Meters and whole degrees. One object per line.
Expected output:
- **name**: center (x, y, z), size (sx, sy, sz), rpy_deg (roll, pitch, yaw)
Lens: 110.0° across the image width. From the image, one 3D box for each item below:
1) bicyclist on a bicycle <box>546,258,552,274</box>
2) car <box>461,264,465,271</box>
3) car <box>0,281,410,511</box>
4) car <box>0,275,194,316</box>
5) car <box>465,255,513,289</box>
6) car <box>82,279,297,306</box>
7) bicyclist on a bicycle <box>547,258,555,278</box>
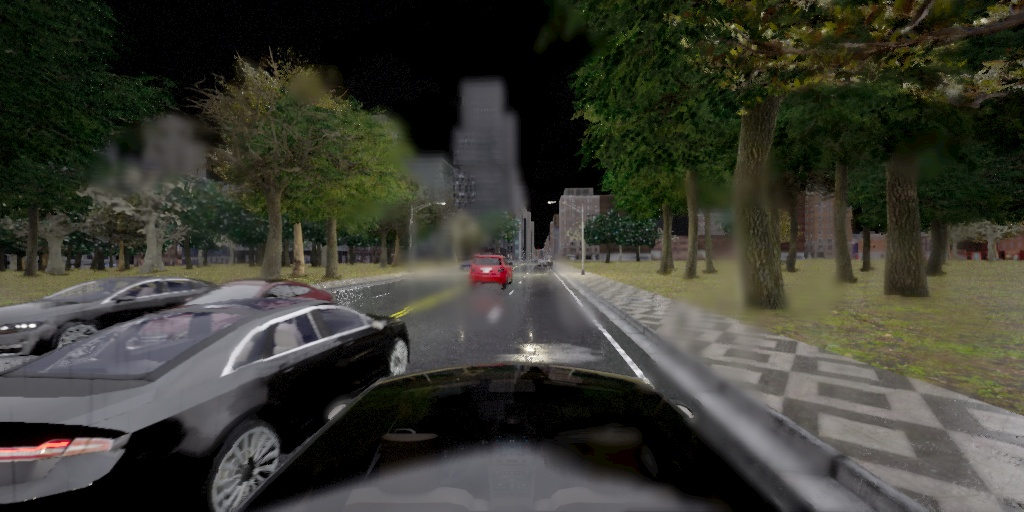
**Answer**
- **bicyclist on a bicycle**: center (4.454, 1.162, 42.942), size (0.659, 1.776, 1.843), rpy_deg (0, 0, 5)
- **car**: center (-5.769, 1.406, 49.721), size (1.895, 1.301, 4.718), rpy_deg (0, 0, 5)
- **car**: center (-2.780, 1.241, 4.191), size (2.128, 1.511, 4.902), rpy_deg (0, 0, 5)
- **car**: center (-9.150, 1.242, 8.495), size (2.128, 1.511, 4.902), rpy_deg (0, 0, 5)
- **car**: center (-1.222, 0.980, 23.193), size (2.150, 2.045, 5.566), rpy_deg (0, 0, 5)
- **car**: center (-5.919, 1.276, 8.130), size (1.812, 1.442, 4.674), rpy_deg (0, 0, 5)
- **bicyclist on a bicycle**: center (3.701, 1.144, 33.761), size (0.659, 1.776, 1.843), rpy_deg (0, 0, 5)
